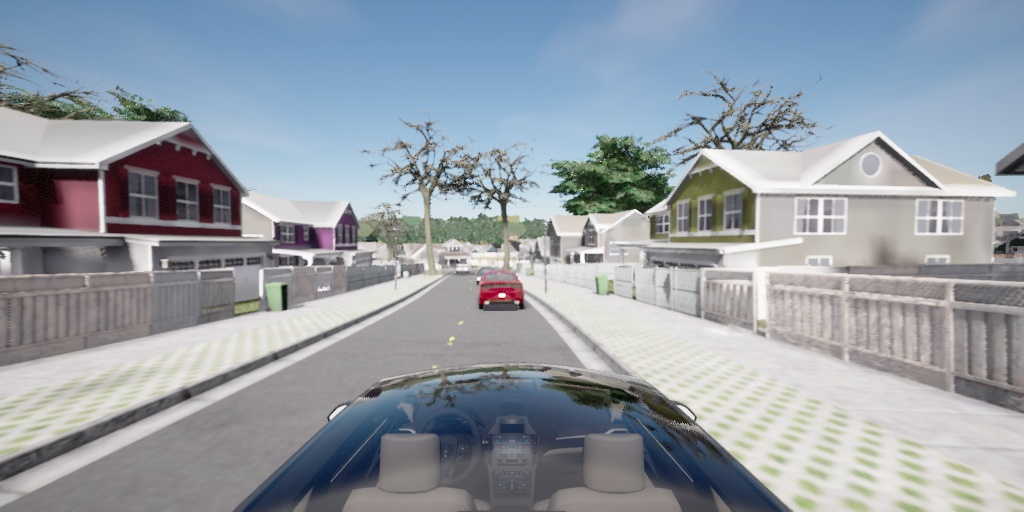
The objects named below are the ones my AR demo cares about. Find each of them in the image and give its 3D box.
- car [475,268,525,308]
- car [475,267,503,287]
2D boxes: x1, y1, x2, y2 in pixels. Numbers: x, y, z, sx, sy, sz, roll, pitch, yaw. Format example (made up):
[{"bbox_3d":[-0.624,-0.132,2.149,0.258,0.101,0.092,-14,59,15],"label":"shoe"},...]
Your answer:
[{"bbox_3d":[-0.570,1.392,16.247,1.882,1.535,5.008,0,-1,-4],"label":"car"},{"bbox_3d":[-1.987,1.648,29.495,2.033,1.411,5.357,0,-1,-6],"label":"car"}]
